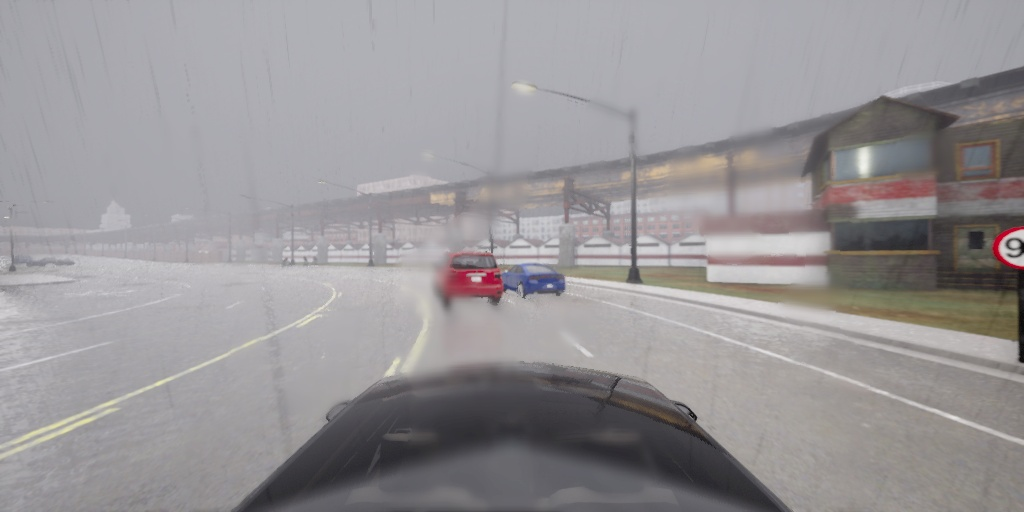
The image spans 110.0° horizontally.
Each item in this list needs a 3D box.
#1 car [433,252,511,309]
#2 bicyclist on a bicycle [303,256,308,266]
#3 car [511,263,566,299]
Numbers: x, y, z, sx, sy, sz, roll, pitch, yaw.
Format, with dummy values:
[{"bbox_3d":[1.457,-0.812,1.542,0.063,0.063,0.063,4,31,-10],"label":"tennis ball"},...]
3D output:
[{"bbox_3d":[-1.950,0.866,14.786,2.150,2.045,5.566,0,1,-16],"label":"car"},{"bbox_3d":[-31.777,0.807,55.067,1.656,1.620,0.582,0,0,40],"label":"bicyclist on a bicycle"},{"bbox_3d":[0.816,1.077,17.283,1.882,1.535,5.008,0,0,-18],"label":"car"}]
